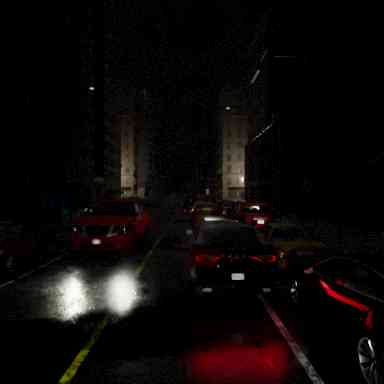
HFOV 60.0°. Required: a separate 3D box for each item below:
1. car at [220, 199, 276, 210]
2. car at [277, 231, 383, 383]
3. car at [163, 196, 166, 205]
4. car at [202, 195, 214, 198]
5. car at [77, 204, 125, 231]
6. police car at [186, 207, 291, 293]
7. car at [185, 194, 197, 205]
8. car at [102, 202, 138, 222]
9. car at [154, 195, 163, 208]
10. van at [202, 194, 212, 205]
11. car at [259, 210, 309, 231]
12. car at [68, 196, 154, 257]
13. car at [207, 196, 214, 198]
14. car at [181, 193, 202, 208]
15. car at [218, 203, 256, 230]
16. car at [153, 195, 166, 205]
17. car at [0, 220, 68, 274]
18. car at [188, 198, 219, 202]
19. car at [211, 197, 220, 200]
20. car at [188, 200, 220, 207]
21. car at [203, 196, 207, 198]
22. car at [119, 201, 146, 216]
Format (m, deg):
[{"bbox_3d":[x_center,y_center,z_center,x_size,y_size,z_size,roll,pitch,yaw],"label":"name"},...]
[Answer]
[{"bbox_3d":[2.818,1.312,16.021,2.192,1.841,5.009,0,0,0],"label":"car"},{"bbox_3d":[2.846,1.565,4.974,1.947,1.339,4.313,0,0,0],"label":"car"},{"bbox_3d":[-5.804,1.555,54.658,1.947,1.339,4.313,0,0,0],"label":"car"},{"bbox_3d":[2.735,1.556,49.162,1.947,1.339,4.313,0,0,0],"label":"car"},{"bbox_3d":[-5.721,1.541,21.508,1.887,1.381,4.507,0,0,0],"label":"car"},{"bbox_3d":[0.877,1.424,8.983,1.930,1.638,5.238,0,0,0],"label":"police car"},{"bbox_3d":[-0.151,1.340,60.242,2.097,1.767,4.553,0,0,0],"label":"car"},{"bbox_3d":[-5.735,1.561,27.033,1.947,1.339,4.313,0,0,0],"label":"car"},{"bbox_3d":[-5.790,1.572,49.133,1.802,1.307,4.206,0,0,0],"label":"car"},{"bbox_3d":[2.708,1.329,60.210,1.690,1.788,3.998,0,0,0],"label":"van"},{"bbox_3d":[2.832,1.524,10.667,1.752,1.417,4.829,0,0,0],"label":"car"},{"bbox_3d":[-3.032,1.219,13.290,2.150,2.045,5.566,0,0,0],"label":"car"},{"bbox_3d":[2.777,1.434,32.592,1.967,1.590,4.097,0,0,0],"label":"car"},{"bbox_3d":[-0.104,1.343,46.837,2.097,1.767,4.553,0,0,0],"label":"car"},{"bbox_3d":[2.804,1.521,21.715,1.752,1.417,4.829,0,0,0],"label":"car"},{"bbox_3d":[-5.818,1.428,60.183,1.967,1.590,4.097,0,0,0],"label":"car"},{"bbox_3d":[-5.694,1.580,10.458,1.802,1.307,4.206,0,0,0],"label":"car"},{"bbox_3d":[0.838,1.474,24.873,1.882,1.535,5.008,0,0,0],"label":"car"},{"bbox_3d":[2.790,1.435,27.068,1.967,1.590,4.097,0,0,0],"label":"car"},{"bbox_3d":[0.853,1.475,18.872,1.882,1.535,5.008,0,0,0],"label":"car"},{"bbox_3d":[2.749,1.542,43.639,2.008,1.369,4.403,0,0,0],"label":"car"},{"bbox_3d":[-5.749,1.559,32.558,1.947,1.339,4.313,0,0,0],"label":"car"}]
